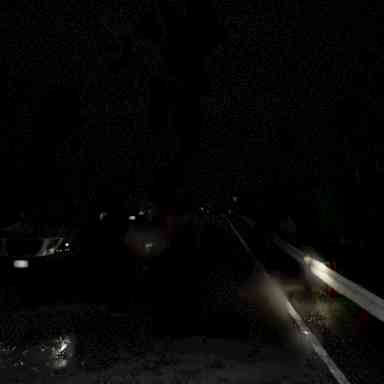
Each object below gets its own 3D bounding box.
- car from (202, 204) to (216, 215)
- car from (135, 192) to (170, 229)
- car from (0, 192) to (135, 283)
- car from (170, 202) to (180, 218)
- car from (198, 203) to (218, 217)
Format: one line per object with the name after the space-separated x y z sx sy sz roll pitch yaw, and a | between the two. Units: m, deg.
2.396 2.447 46.843 1.882 1.535 5.008 0 -3 2 | car
-2.927 1.009 20.077 2.150 2.045 5.566 0 -1 3 | car
-3.398 1.064 9.599 2.150 2.045 5.566 0 1 3 | car
-2.219 1.655 30.665 2.033 1.411 5.357 0 -3 5 | car
1.791 1.966 36.696 1.812 1.442 4.674 0 -3 4 | car
